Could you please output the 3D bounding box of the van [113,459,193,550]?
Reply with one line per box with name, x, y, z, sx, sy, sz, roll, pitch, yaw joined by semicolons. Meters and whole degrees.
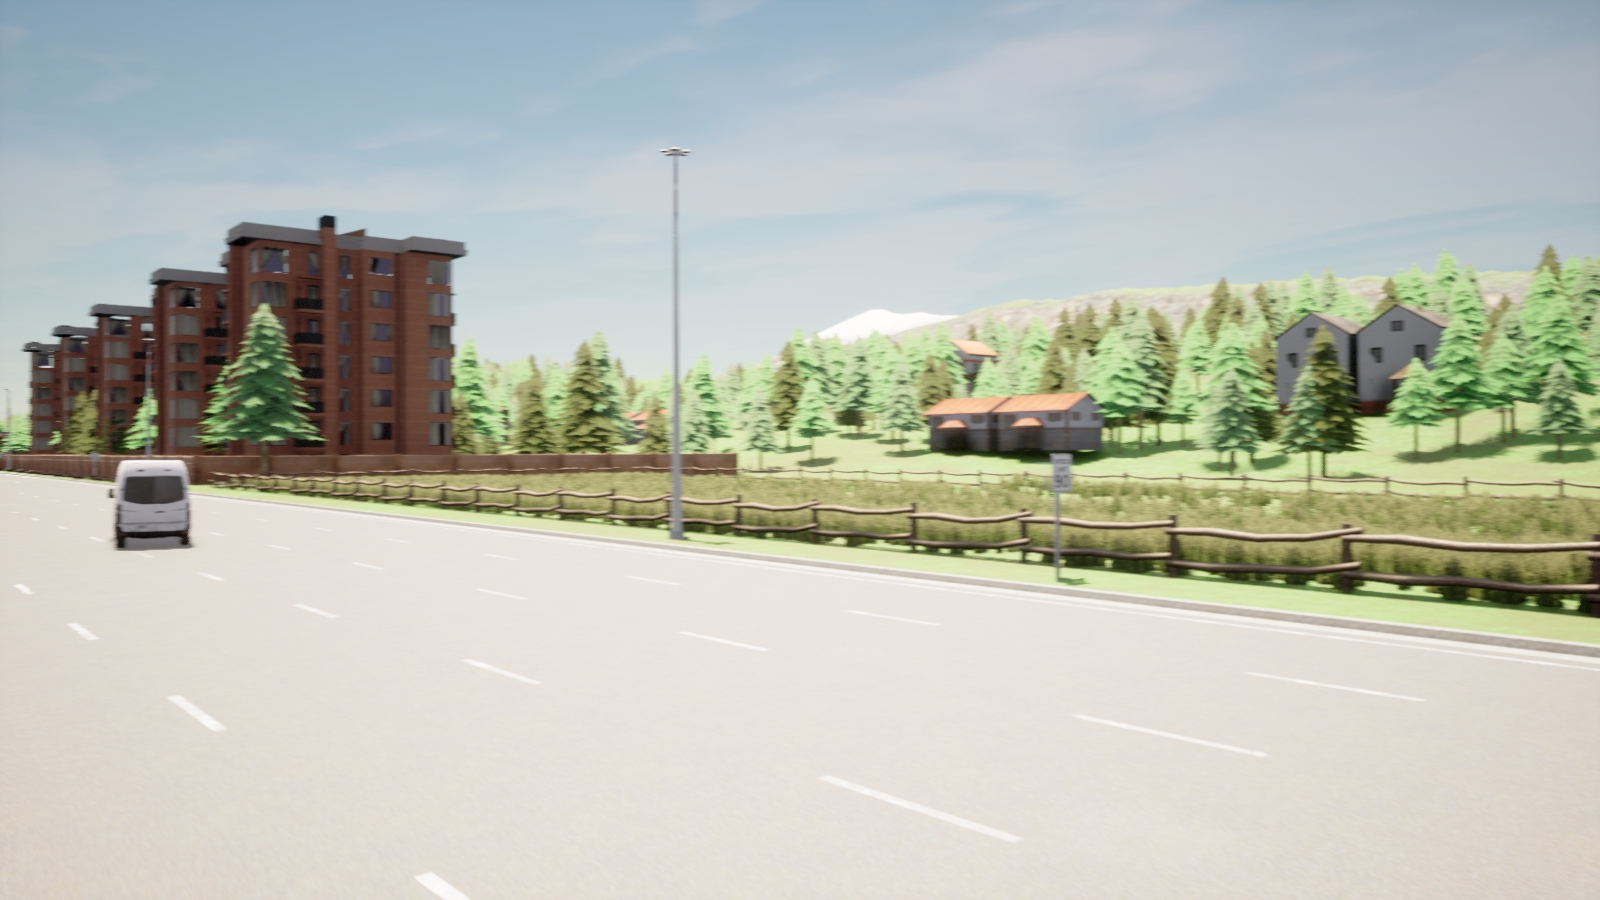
van;-20.344;1.599;35.798;1.988;2.561;5.915;0;0;-31
